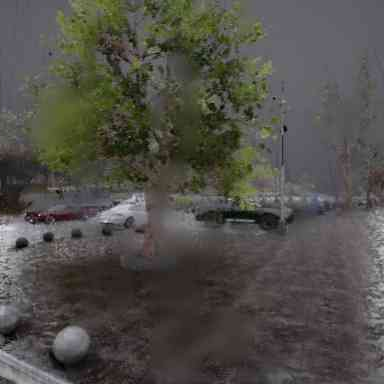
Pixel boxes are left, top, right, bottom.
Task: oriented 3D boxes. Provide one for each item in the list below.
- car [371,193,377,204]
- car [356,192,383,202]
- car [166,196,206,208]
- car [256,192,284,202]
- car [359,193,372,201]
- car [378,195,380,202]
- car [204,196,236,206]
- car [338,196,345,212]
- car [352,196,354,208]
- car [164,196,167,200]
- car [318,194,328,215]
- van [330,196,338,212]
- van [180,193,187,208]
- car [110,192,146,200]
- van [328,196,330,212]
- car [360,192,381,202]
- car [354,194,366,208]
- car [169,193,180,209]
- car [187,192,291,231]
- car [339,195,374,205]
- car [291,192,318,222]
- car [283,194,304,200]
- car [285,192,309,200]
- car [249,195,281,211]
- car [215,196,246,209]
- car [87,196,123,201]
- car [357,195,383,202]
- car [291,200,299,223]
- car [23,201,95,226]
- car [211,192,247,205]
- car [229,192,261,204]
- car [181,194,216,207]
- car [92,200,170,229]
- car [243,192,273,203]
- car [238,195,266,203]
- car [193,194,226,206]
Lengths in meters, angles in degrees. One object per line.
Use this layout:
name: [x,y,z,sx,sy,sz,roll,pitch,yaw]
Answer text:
car: [26.546,1.394,54.284,5.366,1.575,1.946,1,0,15]
car: [39.829,1.121,73.811,5.566,2.045,2.435,1,0,15]
car: [-0.782,1.328,44.804,4.892,1.521,2.231,0,-1,15]
car: [16.397,1.048,69.681,5.566,2.045,2.435,-1,-1,15]
car: [23.187,1.399,49.412,5.366,1.575,1.946,1,0,15]
car: [31.407,1.387,61.636,4.892,1.521,2.231,1,1,15]
car: [4.398,1.349,52.254,4.792,1.488,2.163,-1,-1,15]
car: [14.609,1.413,37.262,4.892,1.521,2.231,1,0,14]
car: [16.323,1.285,39.694,4.553,1.767,2.185,1,1,15]
car: [-5.895,1.081,37.338,5.566,2.045,2.435,0,-1,14]
car: [7.873,1.168,27.519,5.566,2.045,2.435,1,1,15]
van: [11.373,1.193,32.366,4.442,1.987,1.878,1,0,15]
van: [-2.607,1.104,42.336,4.442,1.987,1.878,0,0,15]
car: [-7.665,1.083,34.841,5.566,2.045,2.435,0,0,15]
van: [9.694,1.194,29.930,4.442,1.987,1.878,1,0,15]
car: [32.901,1.376,64.107,5.366,1.575,1.946,1,1,15]
car: [21.299,1.431,47.014,4.792,1.488,2.163,1,1,15]
car: [-4.238,1.205,39.837,4.553,1.767,2.185,-1,-1,14]
car: [2.892,1.174,20.212,5.566,2.045,2.435,1,0,15]
car: [28.046,1.391,56.767,5.008,1.535,2.097,1,1,15]
car: [6.193,1.170,25.083,5.566,2.045,2.435,1,1,15]
car: [24.939,1.287,82.132,4.892,1.521,2.231,-1,-1,15]
car: [26.629,1.032,84.615,5.566,2.045,2.435,0,0,15]
car: [8.649,1.248,39.005,2.097,1.767,4.553,0,0,35]
car: [5.028,1.347,42.800,1.882,1.535,5.008,0,0,35]
car: [-9.378,1.366,32.349,4.792,1.488,2.163,0,0,15]
car: [38.117,1.414,71.377,4.674,1.452,2.002,1,0,15]
car: [4.512,1.453,22.639,4.792,1.488,2.163,1,1,14]
car: [-8.814,1.486,22.538,1.895,1.301,4.718,0,0,32]
car: [6.052,1.065,54.759,5.566,2.045,2.435,0,0,14]
car: [9.540,1.059,59.718,5.566,2.045,2.435,0,0,15]
car: [0.968,1.199,47.266,4.553,1.767,2.185,0,0,15]
car: [-3.680,1.436,21.001,1.812,1.442,4.674,0,0,33]
car: [12.910,1.054,64.717,5.566,2.045,2.435,-1,0,14]
car: [11.233,1.309,62.204,4.892,1.521,2.231,-1,0,15]
car: [2.680,1.196,49.765,4.553,1.767,2.185,-1,0,15]
